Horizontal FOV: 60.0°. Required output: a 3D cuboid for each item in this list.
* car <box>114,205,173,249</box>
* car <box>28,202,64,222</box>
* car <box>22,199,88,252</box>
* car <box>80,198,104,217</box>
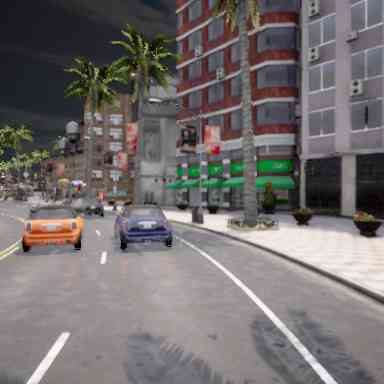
[{"bbox_3d":[-2.304,1.340,14.895,2.097,1.767,4.553,0,0,-16],"label":"car"},{"bbox_3d":[-12.046,1.574,27.344,1.895,1.301,4.718,0,0,-34],"label":"car"},{"bbox_3d":[-5.741,1.339,14.240,2.097,1.767,4.553,0,0,-16],"label":"car"},{"bbox_3d":[-9.572,1.325,29.793,2.097,1.767,4.553,0,0,-35],"label":"car"}]
